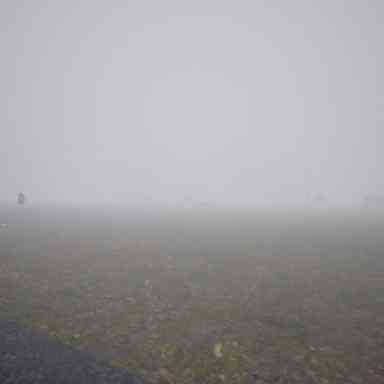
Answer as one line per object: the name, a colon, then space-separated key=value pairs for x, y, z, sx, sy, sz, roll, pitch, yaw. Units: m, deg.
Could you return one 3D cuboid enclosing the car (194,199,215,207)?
car: x=2.266 y=2.021 z=60.737 sx=1.895 sy=1.301 sz=4.718 roll=1 pitch=0 yaw=36
